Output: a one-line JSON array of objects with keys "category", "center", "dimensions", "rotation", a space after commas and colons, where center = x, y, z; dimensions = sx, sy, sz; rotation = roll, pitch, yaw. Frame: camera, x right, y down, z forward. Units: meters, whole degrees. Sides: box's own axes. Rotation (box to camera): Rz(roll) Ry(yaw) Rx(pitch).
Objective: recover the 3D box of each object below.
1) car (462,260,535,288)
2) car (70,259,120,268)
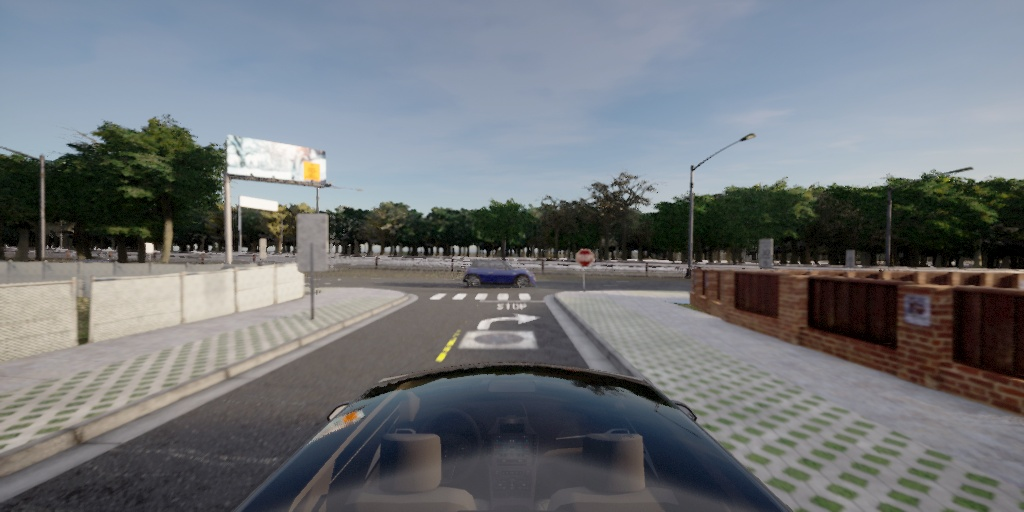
[{"category": "car", "center": [-0.811, 1.051, 22.750], "dimensions": [4.553, 1.767, 2.097], "rotation": [1, 1, -2]}, {"category": "car", "center": [-26.409, 0.890, 22.847], "dimensions": [4.181, 1.385, 1.994], "rotation": [1, 1, 2]}]
